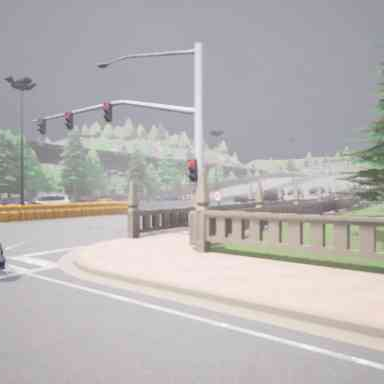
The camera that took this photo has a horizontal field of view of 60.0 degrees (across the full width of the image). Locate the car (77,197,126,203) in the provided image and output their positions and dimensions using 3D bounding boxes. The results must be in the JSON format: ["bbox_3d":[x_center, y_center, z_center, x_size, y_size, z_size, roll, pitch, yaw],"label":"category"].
[{"bbox_3d":[-10.576,1.592,39.232,1.882,1.535,5.008,0,0,36],"label":"car"}]

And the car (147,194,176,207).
[{"bbox_3d":[-4.819,1.345,53.275,2.097,1.767,4.553,0,2,36],"label":"car"}]

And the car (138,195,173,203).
[{"bbox_3d":[-5.233,1.449,46.683,2.097,1.767,4.553,0,0,36],"label":"car"}]

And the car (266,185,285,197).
[{"bbox_3d":[16.202,-0.238,64.378,2.097,1.767,4.553,0,6,35],"label":"car"}]

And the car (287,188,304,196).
[{"bbox_3d":[19.688,-0.161,63.238,1.994,1.385,4.181,0,6,35],"label":"car"}]

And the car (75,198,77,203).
[{"bbox_3d":[-15.607,1.645,44.223,1.837,1.490,4.892,0,0,36],"label":"car"}]

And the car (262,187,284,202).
[{"bbox_3d":[12.910,0.609,53.722,2.150,2.045,5.566,0,4,36],"label":"car"}]

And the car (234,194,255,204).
[{"bbox_3d":[8.443,1.088,53.486,1.837,1.490,4.892,0,2,36],"label":"car"}]

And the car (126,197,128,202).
[{"bbox_3d":[-10.719,1.480,45.034,2.097,1.767,4.553,0,0,35],"label":"car"}]

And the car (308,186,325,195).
[{"bbox_3d":[23.340,-0.350,62.336,2.033,1.411,5.357,0,6,35],"label":"car"}]

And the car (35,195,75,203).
[{"bbox_3d":[-16.382,1.349,37.155,2.150,2.045,5.566,0,0,36],"label":"car"}]

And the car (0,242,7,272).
[{"bbox_3d":[-7.036,1.589,9.936,2.033,1.411,5.357,0,0,-41],"label":"car"}]

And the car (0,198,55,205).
[{"bbox_3d":[-16.128,1.606,31.519,2.128,1.511,4.902,0,0,36],"label":"car"}]

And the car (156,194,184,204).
[{"bbox_3d":[-3.915,1.272,60.495,2.033,1.411,5.357,0,3,36],"label":"car"}]

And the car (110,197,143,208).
[{"bbox_3d":[-10.126,1.597,51.872,2.128,1.511,4.902,0,1,36],"label":"car"}]

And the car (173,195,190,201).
[{"bbox_3d":[-0.860,1.405,52.783,2.128,1.511,4.902,0,2,36],"label":"car"}]
